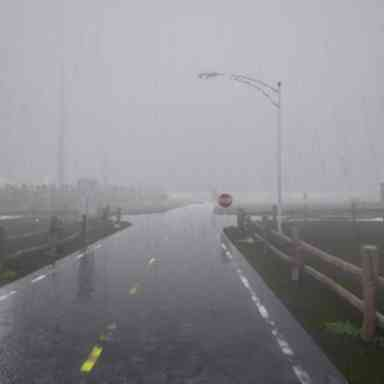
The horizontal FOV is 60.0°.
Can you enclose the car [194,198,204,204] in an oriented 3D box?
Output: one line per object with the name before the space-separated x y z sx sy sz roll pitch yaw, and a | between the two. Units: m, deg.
car | 1.662 2.214 78.868 1.994 1.385 4.181 0 0 8
